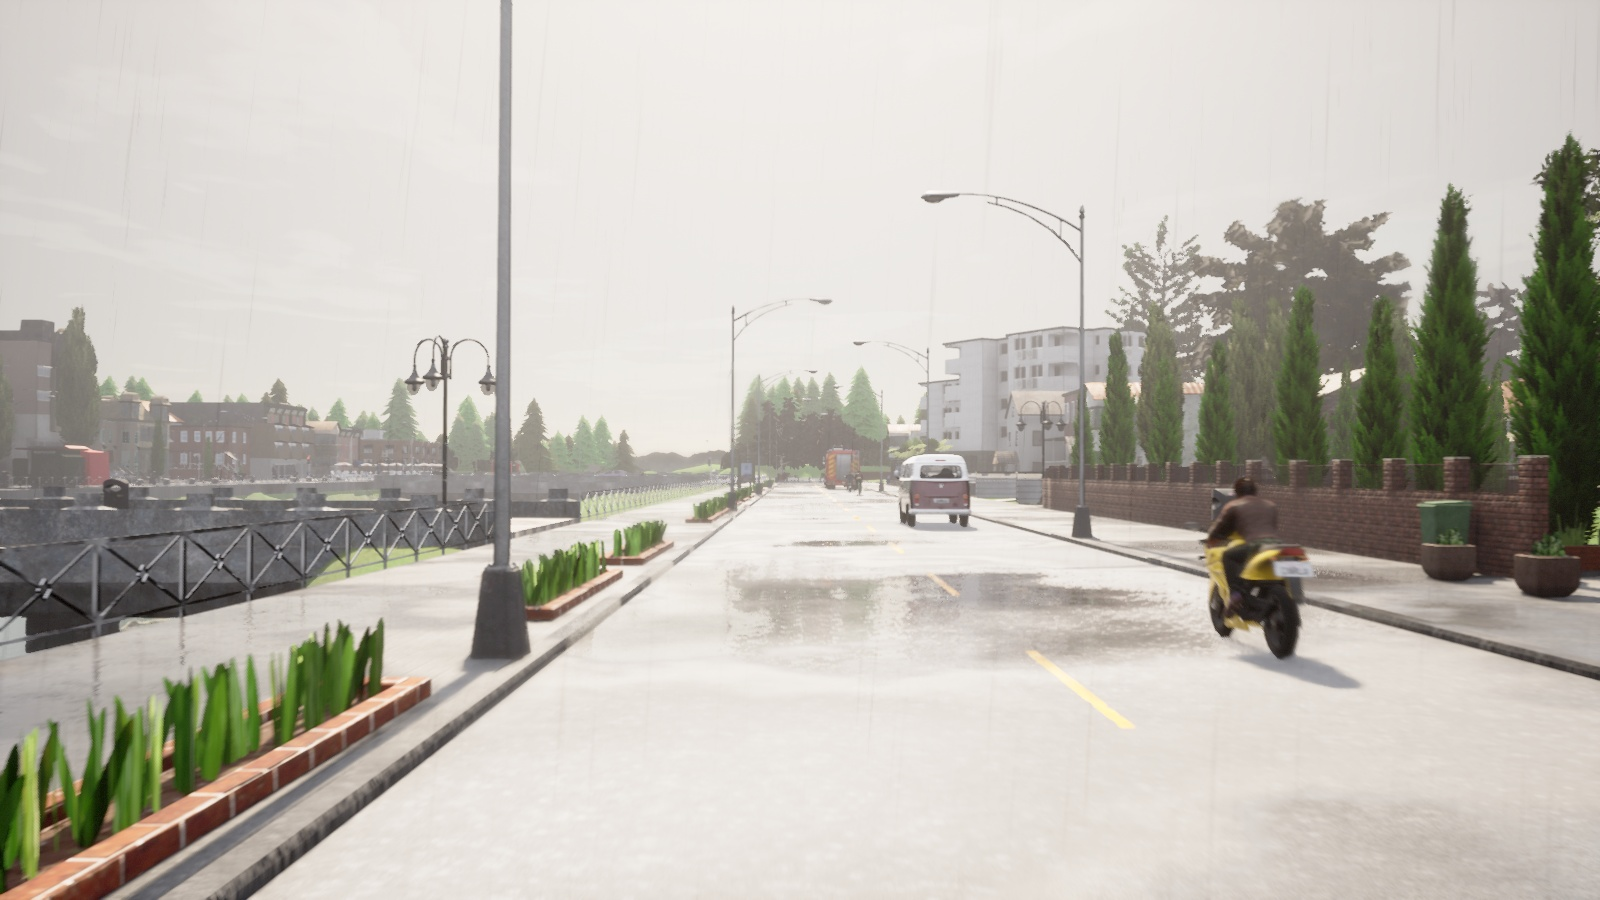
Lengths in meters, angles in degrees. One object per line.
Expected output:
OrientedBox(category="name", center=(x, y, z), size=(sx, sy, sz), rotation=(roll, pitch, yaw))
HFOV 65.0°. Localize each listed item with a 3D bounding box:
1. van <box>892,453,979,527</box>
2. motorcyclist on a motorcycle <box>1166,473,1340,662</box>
OrientedBox(category="van", center=(3.912, 1.143, 37.051), size=(2.069, 2.038, 4.480), rotation=(0, -1, 0))
OrientedBox(category="motorcyclist on a motorcycle", center=(3.974, 0.969, 11.211), size=(0.797, 1.523, 2.044), rotation=(0, -1, 0))
